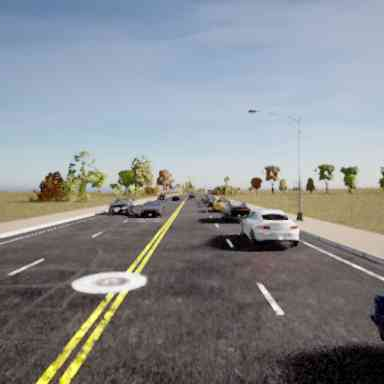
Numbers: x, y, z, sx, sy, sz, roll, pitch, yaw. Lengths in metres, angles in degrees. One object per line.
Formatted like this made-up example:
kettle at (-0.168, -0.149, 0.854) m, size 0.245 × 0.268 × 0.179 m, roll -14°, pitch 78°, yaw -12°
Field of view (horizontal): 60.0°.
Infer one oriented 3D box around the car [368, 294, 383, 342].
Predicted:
car at (3.349, 1.591, 2.424) m, size 1.895 × 1.301 × 4.718 m, roll 0°, pitch 0°, yaw 0°

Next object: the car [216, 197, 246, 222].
car at (3.246, 1.396, 25.248) m, size 2.128 × 1.511 × 4.902 m, roll 0°, pitch 0°, yaw 0°

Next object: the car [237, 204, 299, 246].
car at (3.350, 1.470, 14.819) m, size 1.812 × 1.442 × 4.674 m, roll 0°, pitch 0°, yaw 0°

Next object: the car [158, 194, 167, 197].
car at (-6.513, 1.131, 73.922) m, size 1.837 × 1.490 × 4.892 m, roll 0°, pitch 0°, yaw 0°

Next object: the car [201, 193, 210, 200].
car at (3.237, 1.138, 80.437) m, size 1.801 × 1.575 × 5.366 m, roll 0°, pitch 0°, yaw 0°

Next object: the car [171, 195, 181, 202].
car at (-3.262, 1.278, 69.487) m, size 1.994 × 1.385 × 4.181 m, roll 0°, pitch 0°, yaw 0°

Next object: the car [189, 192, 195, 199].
car at (-0.014, 1.049, 88.627) m, size 2.033 × 1.411 × 5.357 m, roll 0°, pitch 0°, yaw 0°

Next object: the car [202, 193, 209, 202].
car at (3.240, 1.321, 58.248) m, size 2.033 × 1.411 × 5.357 m, roll 0°, pitch 0°, yaw 0°

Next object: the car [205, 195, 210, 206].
car at (3.242, 1.419, 47.278) m, size 1.895 × 1.301 × 4.718 m, roll 0°, pitch 0°, yaw 0°

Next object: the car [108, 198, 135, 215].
car at (-6.601, 1.371, 31.547) m, size 2.128 × 1.511 × 4.902 m, roll 0°, pitch 0°, yaw 0°

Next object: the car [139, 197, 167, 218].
car at (-3.354, 1.436, 29.297) m, size 2.033 × 1.411 × 5.357 m, roll 0°, pitch 0°, yaw 0°

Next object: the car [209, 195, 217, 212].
car at (3.244, 1.317, 36.438) m, size 1.801 × 1.575 × 5.366 m, roll 0°, pitch 0°, yaw 0°
